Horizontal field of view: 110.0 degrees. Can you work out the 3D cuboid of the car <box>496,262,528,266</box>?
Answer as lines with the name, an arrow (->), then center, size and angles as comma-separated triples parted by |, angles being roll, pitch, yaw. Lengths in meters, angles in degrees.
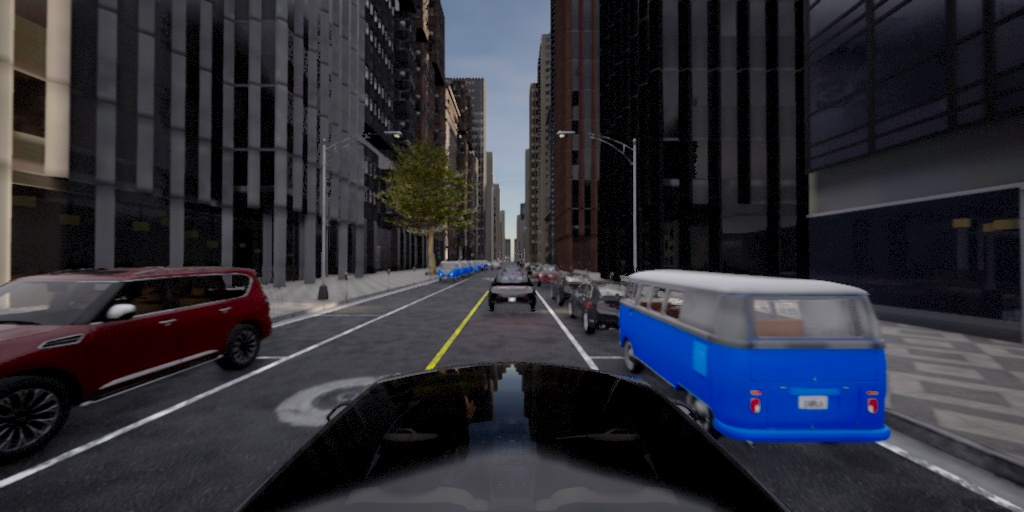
car -> 0.022, 1.530, 30.348 | 2.128, 1.511, 4.902 | 0, 0, 0

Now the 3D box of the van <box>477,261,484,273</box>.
van -> -5.753, 1.640, 55.693 | 1.690, 1.789, 3.998 | 0, 0, 0

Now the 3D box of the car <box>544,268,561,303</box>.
car -> 2.765, 1.446, 16.371 | 2.007, 1.370, 4.403 | 0, 0, 0

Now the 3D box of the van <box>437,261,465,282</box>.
van -> -5.757, 1.407, 33.221 | 1.690, 1.789, 3.998 | 0, 0, 0

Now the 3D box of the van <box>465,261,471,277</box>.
van -> -5.756, 1.465, 38.839 | 1.690, 1.789, 3.998 | 0, 0, 0

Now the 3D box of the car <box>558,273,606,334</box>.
car -> 2.764, 1.390, 10.752 | 2.007, 1.370, 4.403 | 0, 0, 0

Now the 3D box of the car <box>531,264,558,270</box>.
car -> 2.767, 1.449, 27.607 | 1.967, 1.591, 4.097 | 0, 0, 0

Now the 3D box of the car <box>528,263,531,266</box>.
car -> 2.768, 1.592, 33.396 | 1.751, 1.417, 4.829 | 0, 0, 0

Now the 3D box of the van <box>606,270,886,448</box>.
van -> 2.763, 1.125, 5.133 | 1.690, 1.789, 3.998 | 0, 0, 0

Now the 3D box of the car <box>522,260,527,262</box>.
car -> 2.774, 1.883, 61.488 | 1.751, 1.417, 4.829 | 0, 0, 0

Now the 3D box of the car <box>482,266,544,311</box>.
car -> 0.019, 1.379, 15.347 | 2.128, 1.511, 4.902 | 0, 0, 0

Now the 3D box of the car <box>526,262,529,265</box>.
car -> 2.770, 1.747, 44.463 | 1.948, 1.339, 4.313 | 0, 0, 0

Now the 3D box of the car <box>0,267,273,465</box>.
car -> -5.762, 1.099, 5.131 | 2.192, 1.841, 5.009 | 0, 0, 0

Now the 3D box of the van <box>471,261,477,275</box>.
van -> -5.755, 1.523, 44.458 | 1.690, 1.789, 3.998 | 0, 0, 0

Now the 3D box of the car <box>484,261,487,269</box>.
car -> -5.752, 1.903, 61.311 | 1.888, 1.381, 4.507 | 0, 0, 0
